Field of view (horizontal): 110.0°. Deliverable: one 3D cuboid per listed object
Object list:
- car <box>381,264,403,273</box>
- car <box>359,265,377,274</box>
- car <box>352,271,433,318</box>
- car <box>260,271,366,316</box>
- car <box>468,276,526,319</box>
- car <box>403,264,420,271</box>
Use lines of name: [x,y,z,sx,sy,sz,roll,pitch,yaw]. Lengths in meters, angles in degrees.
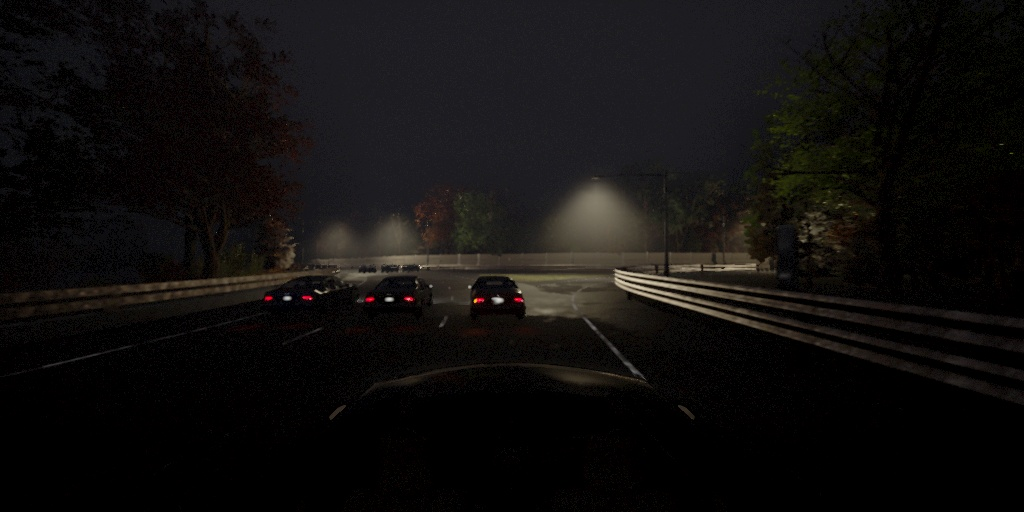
car: [-20.469,2.078,60.062,2.128,1.511,4.902,0,-1,-35]
car: [-23.425,2.124,58.189,2.033,1.411,5.357,0,-1,-35]
car: [-4.219,1.472,13.953,2.033,1.411,5.357,0,-1,-7]
car: [-7.800,1.495,14.441,2.033,1.411,5.357,0,-1,-7]
car: [-0.662,1.451,13.548,2.033,1.411,5.357,0,-1,-6]
car: [-17.512,2.087,61.936,2.128,1.511,4.902,0,-1,-35]
